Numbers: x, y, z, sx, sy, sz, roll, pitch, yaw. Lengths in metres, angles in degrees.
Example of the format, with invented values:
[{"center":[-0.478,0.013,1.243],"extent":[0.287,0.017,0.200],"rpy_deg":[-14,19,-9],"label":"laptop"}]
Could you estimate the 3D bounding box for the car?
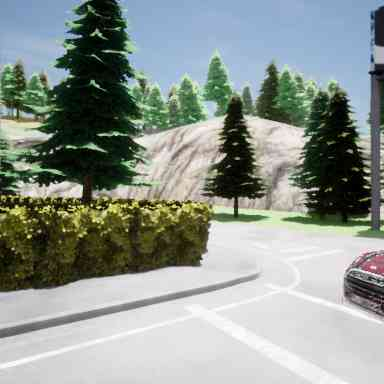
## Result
[{"center":[5.443,1.498,6.655],"extent":[4.553,1.767,2.097],"rpy_deg":[1,-2,-11],"label":"car"}]
